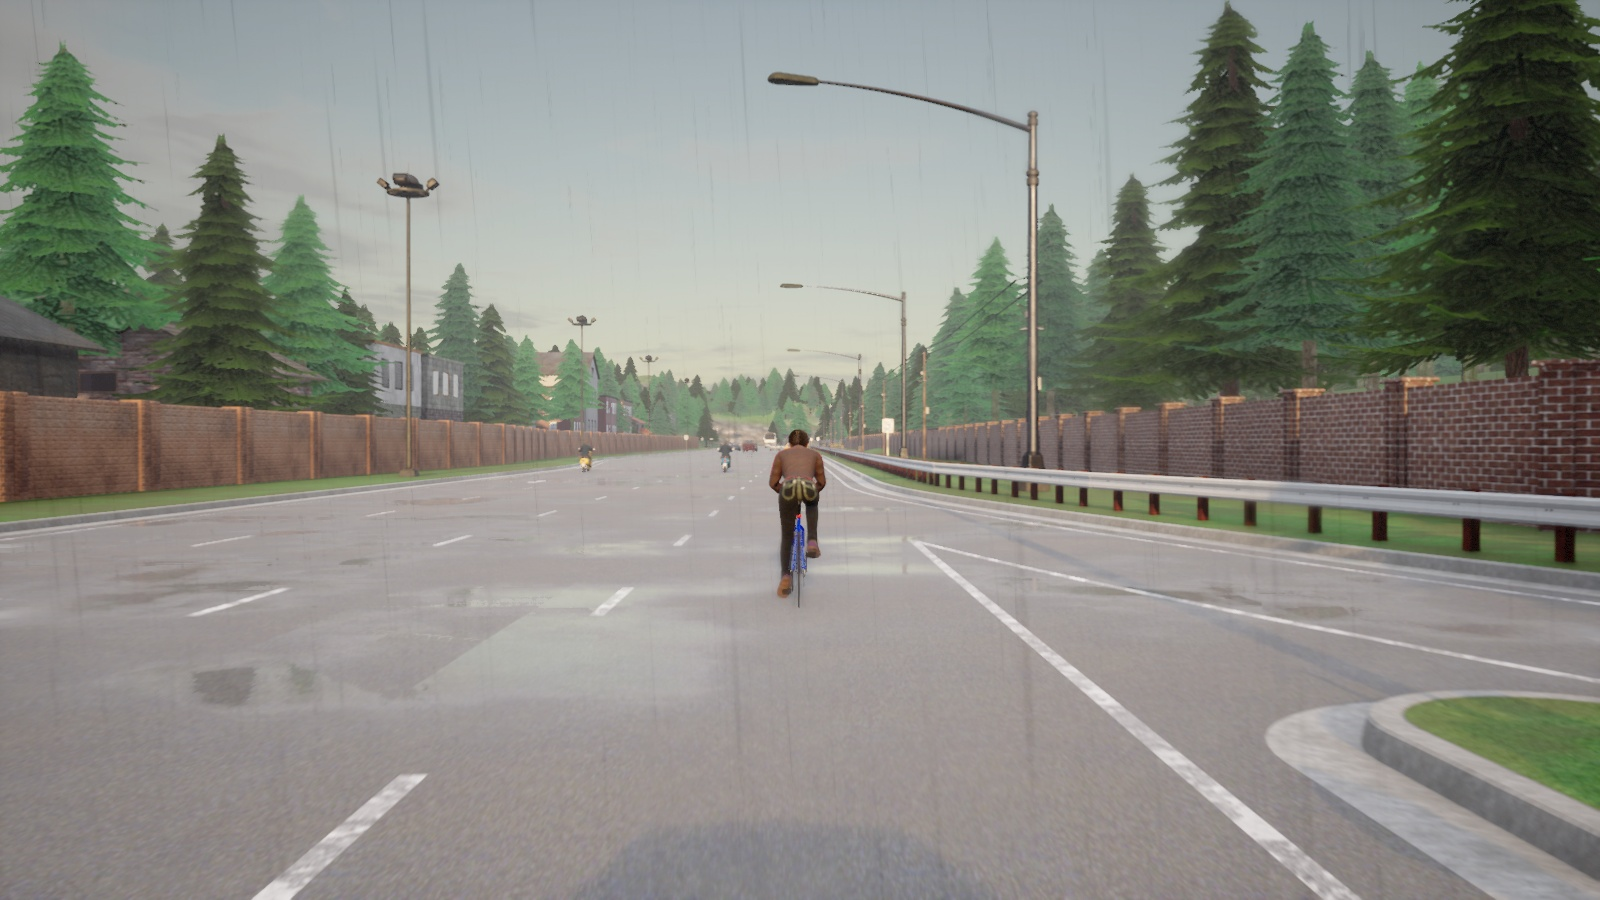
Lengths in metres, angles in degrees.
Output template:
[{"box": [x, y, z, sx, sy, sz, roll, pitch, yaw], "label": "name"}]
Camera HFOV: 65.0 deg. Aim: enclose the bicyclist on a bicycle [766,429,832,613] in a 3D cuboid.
[{"box": [-0.011, 0.628, 11.923, 0.582, 1.620, 1.656, 0, 0, 0], "label": "bicyclist on a bicycle"}]
